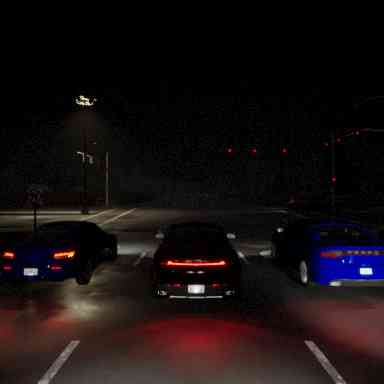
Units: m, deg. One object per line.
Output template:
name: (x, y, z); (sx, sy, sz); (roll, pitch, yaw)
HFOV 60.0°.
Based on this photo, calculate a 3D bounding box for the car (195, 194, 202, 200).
car: (1.789, 1.472, 92.275); (1.882, 1.535, 5.008); (0, 0, 0)

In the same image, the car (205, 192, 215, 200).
car: (5.289, 1.472, 92.261); (1.882, 1.535, 5.008); (0, 0, 0)

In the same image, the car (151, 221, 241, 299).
car: (0.087, 1.505, 8.430); (1.837, 1.490, 4.892); (0, 0, 0)

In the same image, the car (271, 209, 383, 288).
car: (3.589, 1.478, 9.307); (1.882, 1.535, 5.008); (0, 0, 0)

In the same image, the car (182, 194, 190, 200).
car: (-1.709, 1.547, 92.706); (1.994, 1.385, 4.181); (0, 0, 0)

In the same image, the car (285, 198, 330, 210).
car: (13.277, 1.601, 38.547); (4.718, 1.301, 1.895); (0, 0, -1)

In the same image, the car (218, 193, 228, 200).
car: (8.788, 1.218, 91.860); (2.150, 2.045, 5.566); (0, 0, 0)

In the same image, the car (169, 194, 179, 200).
car: (-5.207, 1.350, 93.074); (2.097, 1.767, 4.553); (0, 0, 0)

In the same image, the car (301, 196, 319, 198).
car: (15.642, 1.351, 46.020); (4.553, 1.767, 2.097); (0, 0, 6)

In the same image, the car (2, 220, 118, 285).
car: (-3.414, 1.526, 9.353); (1.812, 1.442, 4.674); (0, 0, 0)
